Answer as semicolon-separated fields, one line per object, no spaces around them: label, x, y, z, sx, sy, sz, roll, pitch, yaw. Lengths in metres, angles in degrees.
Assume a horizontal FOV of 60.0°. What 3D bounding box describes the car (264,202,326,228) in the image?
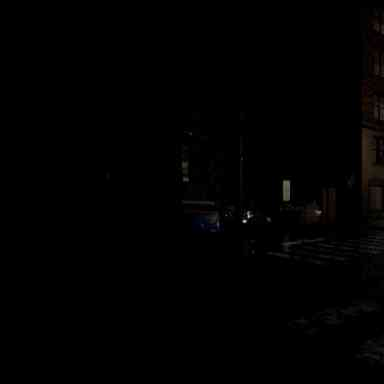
car;6.782;1.423;22.392;1.967;1.590;4.097;0;0;-35

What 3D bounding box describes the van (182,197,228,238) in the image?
van;-0.189;1.340;17.483;1.690;1.788;3.998;0;0;-35

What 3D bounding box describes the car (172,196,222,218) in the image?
car;0.370;1.291;31.538;2.192;1.841;5.009;0;0;-35

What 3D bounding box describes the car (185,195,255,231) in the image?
car;1.321;1.214;20.172;2.150;2.045;5.566;0;0;-33
